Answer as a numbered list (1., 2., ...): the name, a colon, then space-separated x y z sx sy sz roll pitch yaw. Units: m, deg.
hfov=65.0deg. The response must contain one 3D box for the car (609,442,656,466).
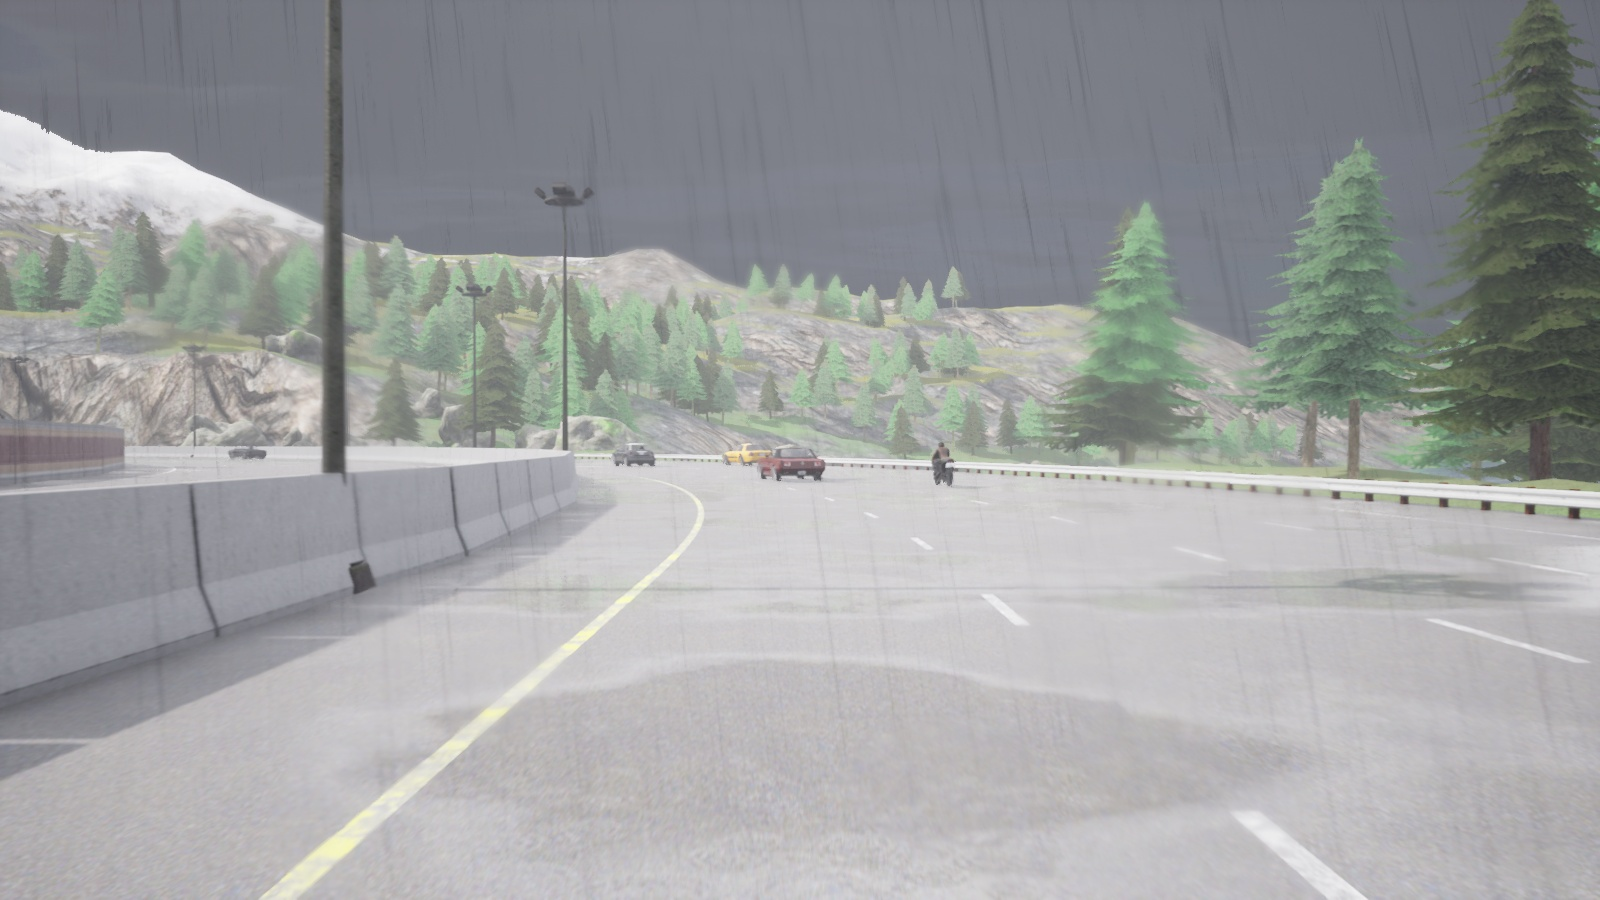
1. car: -10.727 0.251 80.167 1.970 1.475 3.806 0 0 -25

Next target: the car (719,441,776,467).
1. car: -3.432 0.226 81.049 1.801 1.575 5.366 0 0 -24

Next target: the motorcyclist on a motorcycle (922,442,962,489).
1. motorcyclist on a motorcycle: 4.764 0.494 42.271 0.797 1.523 2.044 -1 0 -10

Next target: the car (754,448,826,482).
1. car: -0.465 0.563 50.341 1.895 1.301 4.718 0 0 -13
